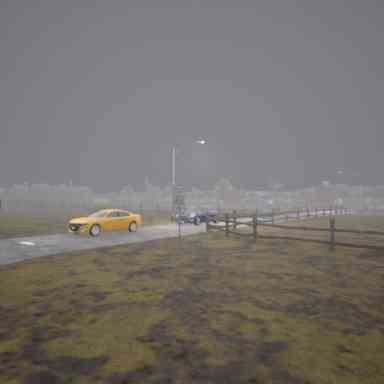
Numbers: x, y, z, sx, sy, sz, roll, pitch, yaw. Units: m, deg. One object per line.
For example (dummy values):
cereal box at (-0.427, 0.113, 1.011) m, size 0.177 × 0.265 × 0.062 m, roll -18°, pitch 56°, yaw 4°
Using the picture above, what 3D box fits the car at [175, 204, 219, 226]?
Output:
car at (0.520, 1.984, 29.672) m, size 2.097 × 1.767 × 4.553 m, roll -1°, pitch -2°, yaw 35°

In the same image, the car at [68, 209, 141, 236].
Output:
car at (-5.435, 1.868, 21.286) m, size 1.882 × 1.535 × 5.008 m, roll -1°, pitch -2°, yaw 35°

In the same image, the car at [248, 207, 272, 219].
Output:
car at (8.465, 2.530, 40.824) m, size 1.994 × 1.385 × 4.181 m, roll -1°, pitch -2°, yaw 36°
